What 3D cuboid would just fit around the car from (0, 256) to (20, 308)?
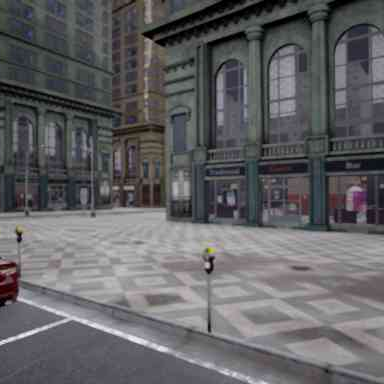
[{"bbox_3d":[-5.282,1.579,6.729,4.507,1.381,1.887,0,0,35],"label":"car"}]
